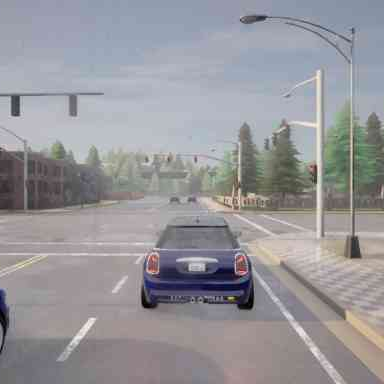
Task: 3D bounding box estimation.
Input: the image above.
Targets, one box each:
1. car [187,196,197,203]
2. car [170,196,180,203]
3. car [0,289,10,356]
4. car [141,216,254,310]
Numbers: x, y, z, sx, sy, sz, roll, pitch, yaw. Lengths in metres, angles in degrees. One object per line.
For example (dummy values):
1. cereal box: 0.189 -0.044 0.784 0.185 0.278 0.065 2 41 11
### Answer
1. car: 0.005 1.505 68.306 1.837 1.490 4.892 0 0 0
2. car: -3.495 1.505 68.307 1.837 1.490 4.892 0 0 0
3. car: -3.442 1.478 2.563 1.882 1.535 5.008 0 0 0
4. car: 0.155 1.352 8.018 2.097 1.767 4.553 0 0 2
